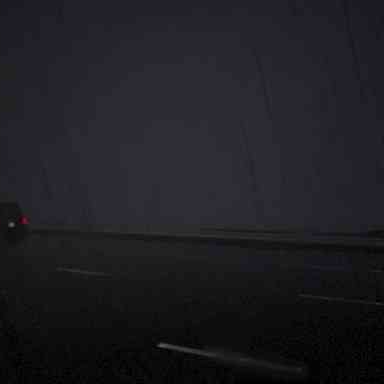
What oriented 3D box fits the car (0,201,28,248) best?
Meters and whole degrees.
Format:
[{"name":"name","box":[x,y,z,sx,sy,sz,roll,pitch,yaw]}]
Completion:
[{"name":"car","box":[-9.820,1.425,14.567,5.566,2.045,2.150,0,-1,22]}]
